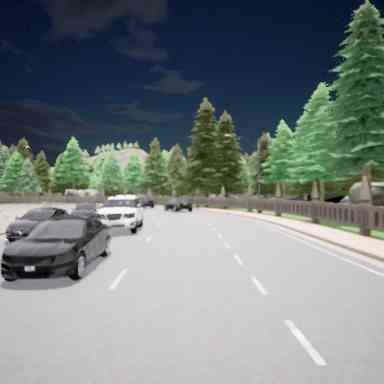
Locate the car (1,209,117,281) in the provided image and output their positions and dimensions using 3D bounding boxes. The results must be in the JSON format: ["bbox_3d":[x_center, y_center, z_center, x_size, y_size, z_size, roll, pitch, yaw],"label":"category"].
[{"bbox_3d":[-3.828,1.508,10.200,1.882,1.535,5.008,0,0,-2],"label":"car"}]

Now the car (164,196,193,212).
[{"bbox_3d":[-1.705,1.385,39.128,2.097,1.767,4.553,0,0,-26],"label":"car"}]

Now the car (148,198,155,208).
[{"bbox_3d":[-7.333,1.580,48.060,1.837,1.490,4.892,0,0,-42],"label":"car"}]

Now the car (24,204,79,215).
[{"bbox_3d":[-7.553,1.562,16.952,1.837,1.490,4.892,0,0,-2],"label":"car"}]

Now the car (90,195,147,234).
[{"bbox_3d":[-4.180,1.259,19.925,2.150,2.045,5.566,0,0,-3],"label":"car"}]

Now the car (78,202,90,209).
[{"bbox_3d":[-8.550,1.574,26.899,1.837,1.490,4.892,0,0,-13],"label":"car"}]
